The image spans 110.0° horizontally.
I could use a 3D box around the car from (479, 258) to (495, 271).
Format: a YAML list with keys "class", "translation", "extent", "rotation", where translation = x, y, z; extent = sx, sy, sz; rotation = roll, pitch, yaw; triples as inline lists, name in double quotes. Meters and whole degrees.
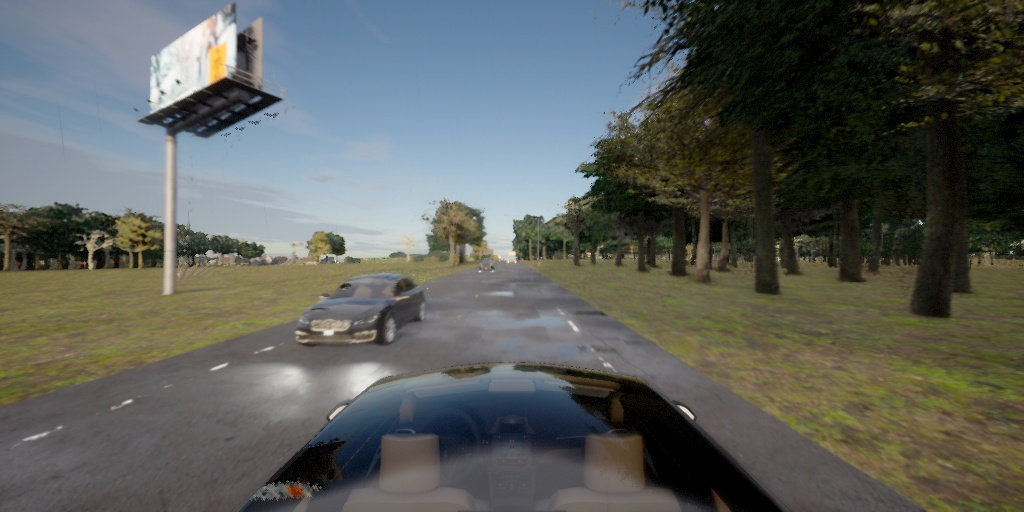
- class: "car"
  translation: [-3.559, 1.138, 51.486]
  extent: [2.097, 1.767, 4.553]
  rotation: [0, 0, 0]

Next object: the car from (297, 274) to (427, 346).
- class: "car"
  translation: [-3.597, 1.259, 9.475]
  extent: [1.837, 1.490, 4.892]
  rotation: [0, 0, 0]
